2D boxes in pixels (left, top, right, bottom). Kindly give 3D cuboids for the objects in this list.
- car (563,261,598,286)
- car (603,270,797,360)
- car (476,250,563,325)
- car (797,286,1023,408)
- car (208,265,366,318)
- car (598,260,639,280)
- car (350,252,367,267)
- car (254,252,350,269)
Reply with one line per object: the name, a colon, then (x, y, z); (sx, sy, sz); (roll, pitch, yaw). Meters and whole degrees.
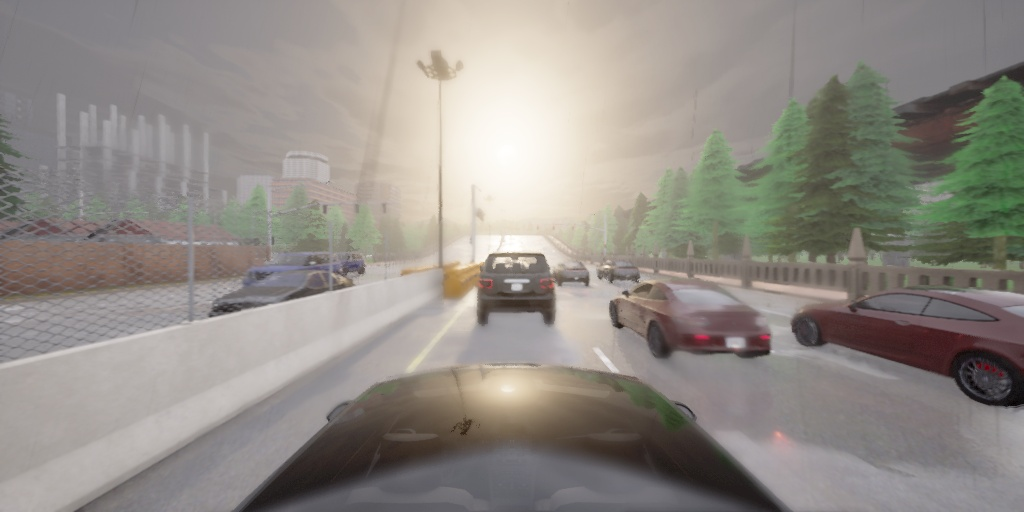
car: (3.604, 1.032, 22.497); (2.128, 1.511, 4.902); (0, 1, 0)
car: (3.602, 1.212, 8.053); (1.812, 1.442, 4.674); (0, 0, 0)
car: (0.106, 0.867, 11.547); (2.150, 2.045, 5.566); (0, 0, 0)
car: (7.097, 1.232, 5.996); (1.812, 1.442, 4.674); (0, 1, 0)
car: (-7.097, 1.194, 11.969); (2.033, 1.411, 5.357); (0, 1, 0)
car: (7.103, 1.013, 24.394); (2.128, 1.511, 4.902); (0, 1, 0)
car: (-14.008, 0.694, 29.629); (2.150, 2.045, 5.566); (0, 0, 0)
car: (-10.585, 0.807, 17.948); (2.150, 2.045, 5.566); (0, 1, 0)
